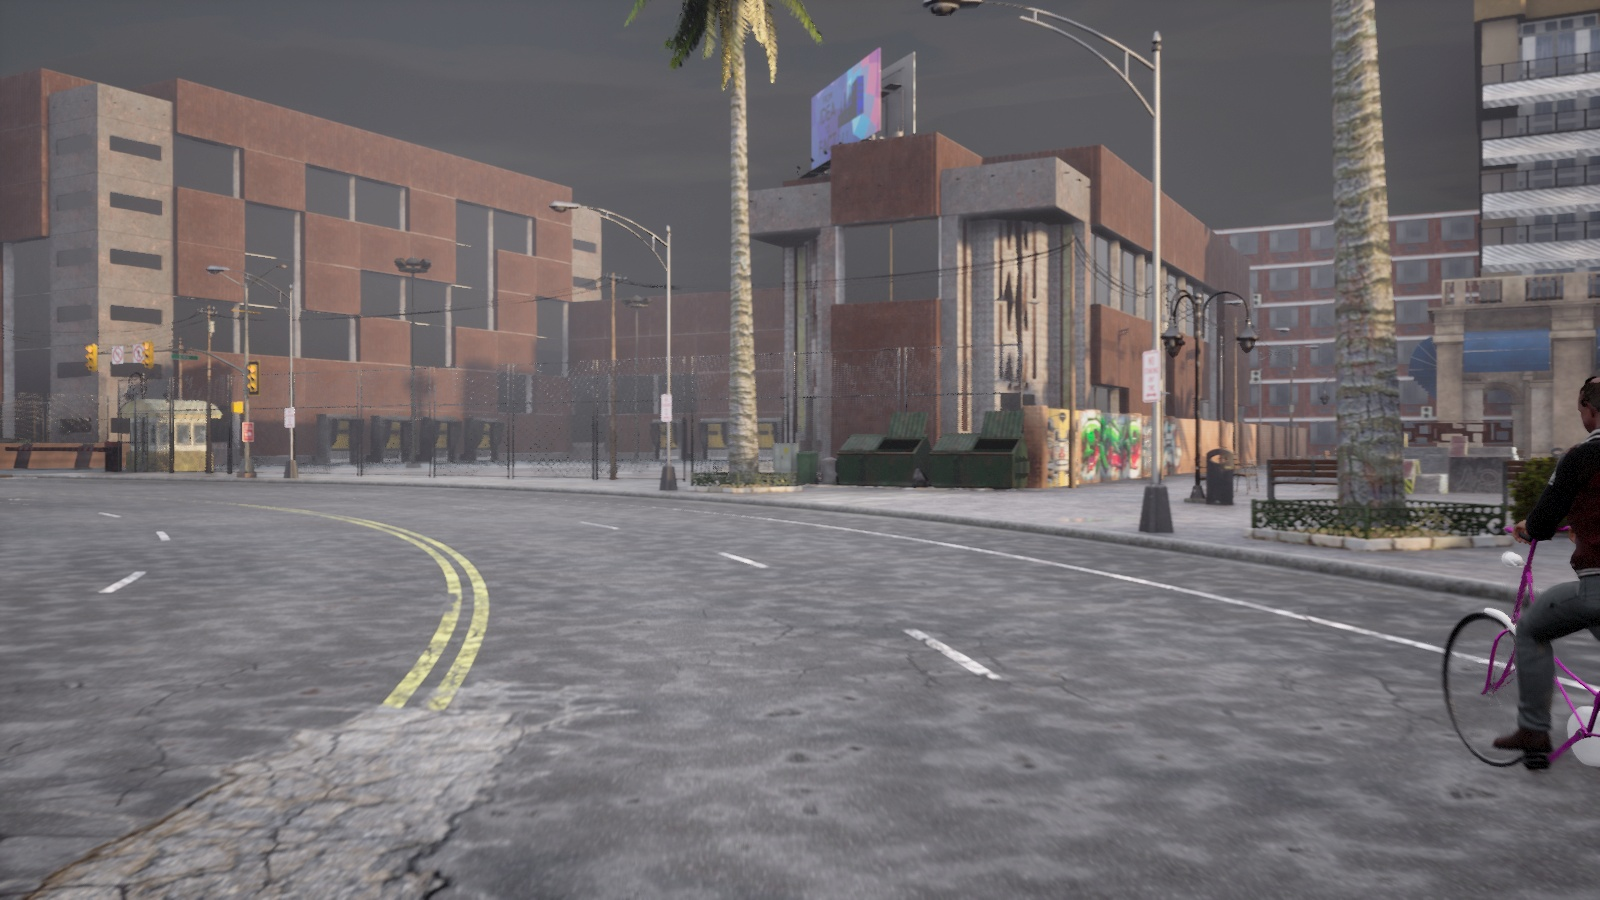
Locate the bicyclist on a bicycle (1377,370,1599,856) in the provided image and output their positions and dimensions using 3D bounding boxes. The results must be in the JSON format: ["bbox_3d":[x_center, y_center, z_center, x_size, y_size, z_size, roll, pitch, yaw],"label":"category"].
[{"bbox_3d":[3.201,0.589,5.206,0.659,1.776,1.843,0,1,-4],"label":"bicyclist on a bicycle"}]
